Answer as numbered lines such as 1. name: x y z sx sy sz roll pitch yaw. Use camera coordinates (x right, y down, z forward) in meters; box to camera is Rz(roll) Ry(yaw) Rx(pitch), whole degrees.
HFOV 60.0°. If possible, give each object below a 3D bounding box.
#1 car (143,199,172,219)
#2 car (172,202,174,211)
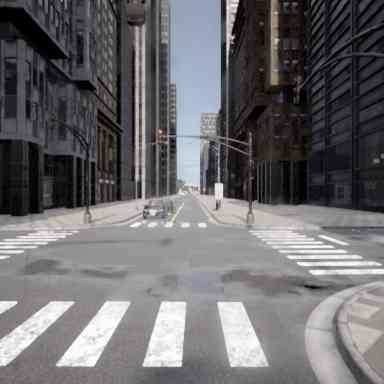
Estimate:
1. car: -3.175 1.496 29.438 2.128 1.511 4.902 0 0 0
2. car: -3.204 1.572 39.504 1.994 1.385 4.181 0 0 -1
